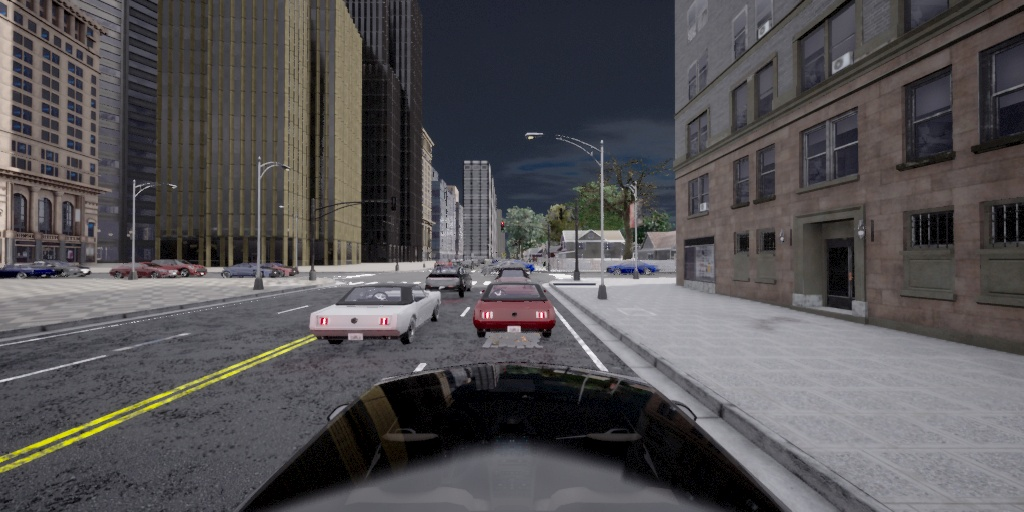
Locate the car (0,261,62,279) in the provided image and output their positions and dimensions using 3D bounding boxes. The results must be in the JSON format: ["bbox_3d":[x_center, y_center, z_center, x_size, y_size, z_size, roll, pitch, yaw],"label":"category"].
[{"bbox_3d":[-41.156,1.305,29.614,4.718,1.301,1.895,0,-1,-6],"label":"car"}]

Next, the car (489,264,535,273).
[{"bbox_3d":[0.038,1.316,18.981,1.994,1.385,4.181,0,0,0],"label":"car"}]

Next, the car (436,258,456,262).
[{"bbox_3d":[-10.018,1.105,52.660,2.097,1.767,4.553,0,0,0],"label":"car"}]

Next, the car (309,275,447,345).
[{"bbox_3d":[-3.181,1.352,9.502,1.895,1.301,4.718,0,0,0],"label":"car"}]

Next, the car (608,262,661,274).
[{"bbox_3d":[14.056,1.352,41.274,5.357,1.411,2.033,0,-1,0],"label":"car"}]

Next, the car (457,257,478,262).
[{"bbox_3d":[-6.770,1.257,54.488,1.837,1.490,4.892,0,0,0],"label":"car"}]

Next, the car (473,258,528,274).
[{"bbox_3d":[-0.925,1.234,35.342,4.902,1.511,2.128,0,-1,-31],"label":"car"}]

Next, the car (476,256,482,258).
[{"bbox_3d":[-6.777,1.257,64.627,1.837,1.490,4.892,0,0,0],"label":"car"}]

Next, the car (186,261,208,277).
[{"bbox_3d":[-31.515,1.092,33.724,4.553,1.767,2.097,0,-1,-5],"label":"car"}]

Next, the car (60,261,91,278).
[{"bbox_3d":[-41.760,1.229,32.811,4.902,1.511,2.128,0,-1,-6],"label":"car"}]

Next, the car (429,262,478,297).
[{"bbox_3d":[-3.209,1.243,18.756,2.128,1.511,4.902,0,0,0],"label":"car"}]

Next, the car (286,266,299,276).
[{"bbox_3d":[-22.831,1.304,34.265,4.181,1.385,1.994,0,-1,-3],"label":"car"}]

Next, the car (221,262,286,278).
[{"bbox_3d":[-22.543,1.271,31.024,4.181,1.385,1.994,0,-1,-3],"label":"car"}]

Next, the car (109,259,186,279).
[{"bbox_3d":[-31.215,1.233,30.490,4.674,1.442,1.812,0,-1,-4],"label":"car"}]

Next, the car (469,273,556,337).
[{"bbox_3d":[0.052,1.350,10.224,1.895,1.301,4.718,0,0,0],"label":"car"}]

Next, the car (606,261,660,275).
[{"bbox_3d":[12.542,1.249,38.031,5.008,1.535,1.882,0,-1,0],"label":"car"}]
